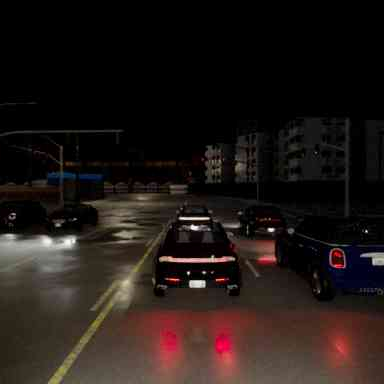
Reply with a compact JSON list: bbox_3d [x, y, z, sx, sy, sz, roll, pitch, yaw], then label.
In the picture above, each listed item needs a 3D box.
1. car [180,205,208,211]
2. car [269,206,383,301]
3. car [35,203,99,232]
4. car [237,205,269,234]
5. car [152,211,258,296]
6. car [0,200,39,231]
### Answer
[{"bbox_3d":[0.116,1.448,18.003,2.128,1.511,4.902,0,0,0],"label":"car"},{"bbox_3d":[3.607,1.347,8.497,2.097,1.767,4.553,0,0,0],"label":"car"},{"bbox_3d":[-6.984,1.450,19.803,2.128,1.511,4.902,0,0,0],"label":"car"},{"bbox_3d":[3.615,1.466,17.619,1.837,1.490,4.892,0,0,0],"label":"car"},{"bbox_3d":[0.106,1.486,8.590,2.128,1.511,4.902,0,0,0],"label":"car"},{"bbox_3d":[-10.486,1.297,19.829,2.097,1.767,4.553,0,0,0],"label":"car"}]
